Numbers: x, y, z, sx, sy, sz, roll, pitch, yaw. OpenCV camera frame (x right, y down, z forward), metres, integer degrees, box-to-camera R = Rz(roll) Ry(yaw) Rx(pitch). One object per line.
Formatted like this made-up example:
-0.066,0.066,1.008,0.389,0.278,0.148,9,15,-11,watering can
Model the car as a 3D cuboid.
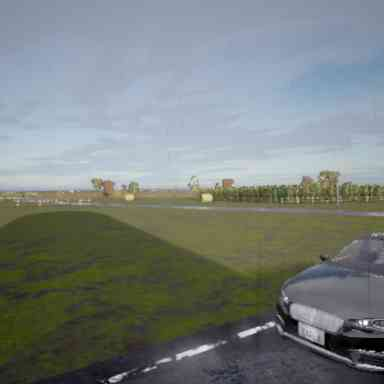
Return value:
3.471,1.469,5.508,4.902,1.511,2.128,0,0,-35,car
